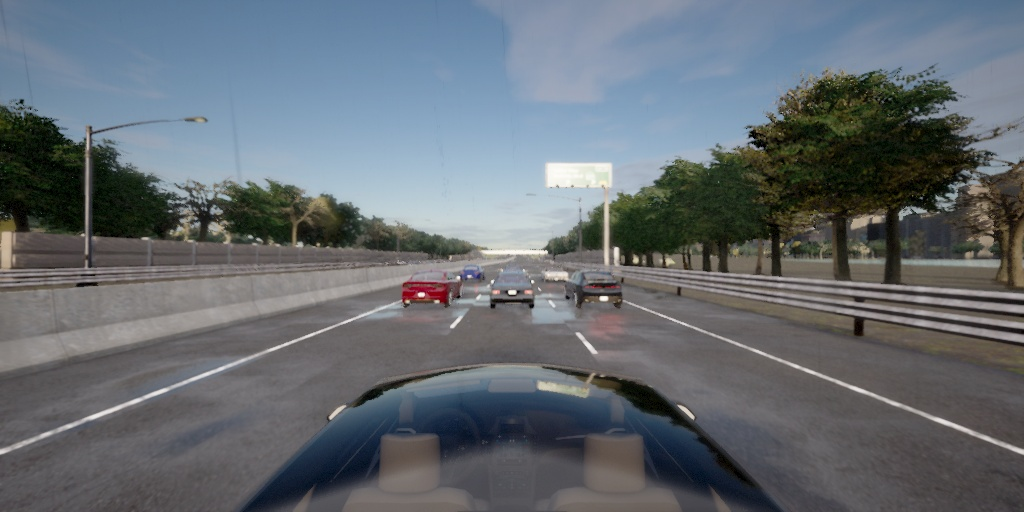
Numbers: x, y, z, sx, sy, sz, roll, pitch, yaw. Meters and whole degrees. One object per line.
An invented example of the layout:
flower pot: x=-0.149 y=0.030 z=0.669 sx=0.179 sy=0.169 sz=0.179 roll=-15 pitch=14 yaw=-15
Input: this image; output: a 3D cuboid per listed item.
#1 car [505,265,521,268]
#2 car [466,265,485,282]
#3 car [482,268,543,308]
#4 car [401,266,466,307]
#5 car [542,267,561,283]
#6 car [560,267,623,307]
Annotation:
car: x=0.078 y=1.509 z=30.764 sx=2.033 sy=1.411 sz=5.357 roll=0 pitch=0 yaw=0
car: x=-3.415 y=1.490 z=31.184 sx=1.812 sy=1.442 sz=4.674 roll=0 pitch=0 yaw=1
car: x=0.017 y=1.412 z=15.793 sx=2.033 sy=1.411 sz=5.357 roll=0 pitch=0 yaw=0
car: x=-3.475 y=1.345 z=16.286 sx=1.882 sy=1.535 sz=5.008 roll=0 pitch=0 yaw=0
car: x=3.579 y=1.563 z=30.858 sx=1.895 sy=1.301 sz=4.718 roll=0 pitch=0 yaw=0
car: x=3.522 y=1.374 z=16.095 sx=1.837 sy=1.490 sz=4.892 roll=0 pitch=0 yaw=0
